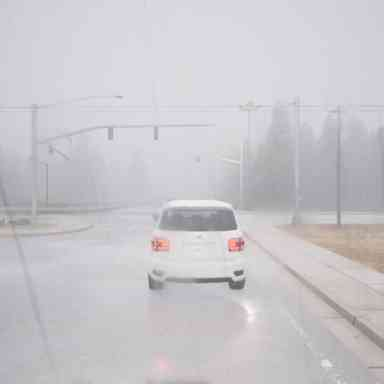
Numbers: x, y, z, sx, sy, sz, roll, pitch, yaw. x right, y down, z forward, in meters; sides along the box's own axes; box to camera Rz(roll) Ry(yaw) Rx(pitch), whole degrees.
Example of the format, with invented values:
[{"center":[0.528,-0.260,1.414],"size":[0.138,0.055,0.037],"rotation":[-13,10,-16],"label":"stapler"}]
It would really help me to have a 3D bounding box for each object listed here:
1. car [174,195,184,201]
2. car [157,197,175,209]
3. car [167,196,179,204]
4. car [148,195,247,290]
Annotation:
[{"center":[-3.068,1.329,78.234],"size":[1.994,1.385,4.181],"rotation":[0,0,2],"label":"car"},{"center":[-3.589,1.483,46.221],"size":[2.128,1.511,4.902],"rotation":[0,0,0],"label":"car"},{"center":[-3.502,1.556,62.516],"size":[1.994,1.385,4.181],"rotation":[0,0,1],"label":"car"},{"center":[0.066,1.217,9.220],"size":[2.150,2.045,5.566],"rotation":[0,0,-2],"label":"car"}]
